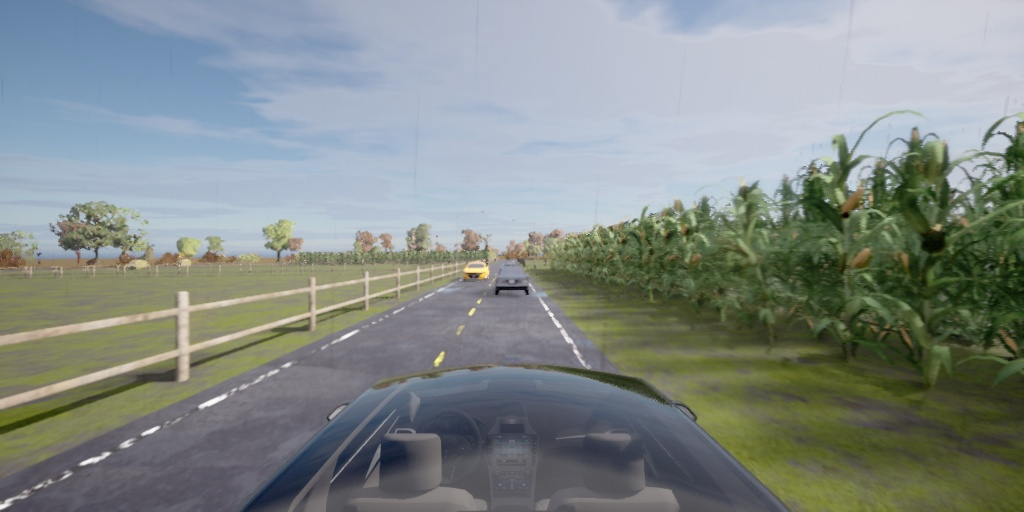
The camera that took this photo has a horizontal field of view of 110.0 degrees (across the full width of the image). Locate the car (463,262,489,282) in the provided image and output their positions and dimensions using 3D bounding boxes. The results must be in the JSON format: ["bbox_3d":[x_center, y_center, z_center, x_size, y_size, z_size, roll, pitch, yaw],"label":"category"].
[{"bbox_3d":[-2.907,1.231,29.723,1.882,1.535,5.008,0,0,0],"label":"car"}]

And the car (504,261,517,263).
[{"bbox_3d":[-0.120,1.227,38.224,2.128,1.511,4.902,0,0,0],"label":"car"}]

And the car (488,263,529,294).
[{"bbox_3d":[-0.009,1.290,20.092,2.033,1.411,5.357,0,0,0],"label":"car"}]
